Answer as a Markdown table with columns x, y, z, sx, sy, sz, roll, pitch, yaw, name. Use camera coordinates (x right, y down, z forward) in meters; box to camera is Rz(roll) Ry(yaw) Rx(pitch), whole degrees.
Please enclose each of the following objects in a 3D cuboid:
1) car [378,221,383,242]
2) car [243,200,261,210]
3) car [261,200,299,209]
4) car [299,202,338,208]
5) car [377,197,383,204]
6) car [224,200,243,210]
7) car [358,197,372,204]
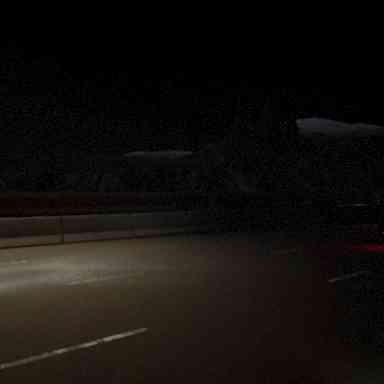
| x | y | z | sx | sy | sz | roll | pitch | yaw | name |
| --- | --- | --- | --- | --- | --- | --- | --- | --- | --- |
| 10.640 | 1.596 | 15.638 | 4.892 | 1.490 | 1.837 | 0 | 0 | -35 | car |
| 9.202 | 1.705 | 40.652 | 5.357 | 1.411 | 2.033 | 0 | 0 | -36 | car |
| 10.335 | 1.677 | 37.182 | 4.674 | 1.442 | 1.812 | 0 | 0 | -36 | car |
| 13.785 | 1.725 | 35.368 | 4.181 | 1.385 | 1.994 | 0 | 0 | -36 | car |
| 39.333 | 1.771 | 68.114 | 1.882 | 1.535 | 5.008 | 0 | 0 | 39 | car |
| 6.421 | 1.753 | 42.973 | 4.718 | 1.301 | 1.895 | 0 | 0 | -36 | car |
| 36.592 | 1.821 | 70.290 | 2.128 | 1.511 | 4.902 | 0 | 0 | 39 | car |
